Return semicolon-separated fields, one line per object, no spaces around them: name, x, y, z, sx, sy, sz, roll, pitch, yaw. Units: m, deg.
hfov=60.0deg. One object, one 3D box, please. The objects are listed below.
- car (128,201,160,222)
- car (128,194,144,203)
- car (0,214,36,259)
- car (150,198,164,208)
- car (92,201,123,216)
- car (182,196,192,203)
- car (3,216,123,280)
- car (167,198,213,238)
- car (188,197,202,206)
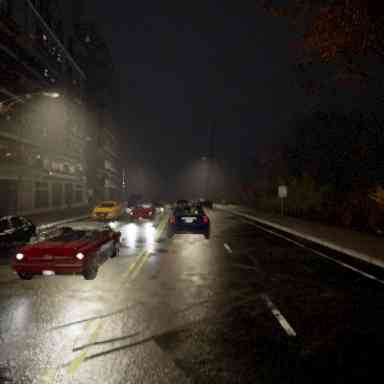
car;-3.964;1.683;27.348;1.895;1.301;4.718;0;0;-2
car;-8.523;1.364;51.266;2.150;2.045;5.566;0;0;-4
car;-6.837;1.541;11.013;1.837;1.490;4.892;0;0;2
car;-5.218;1.619;50.488;1.882;1.535;5.008;0;0;-4
car;-7.297;1.567;29.125;1.882;1.535;5.008;0;0;-3
car;-1.233;1.746;77.428;1.994;1.385;4.181;0;0;-7
car;-3.466;1.634;10.166;1.895;1.301;4.718;0;0;-1
car;-0.199;1.406;17.998;2.097;1.767;4.553;0;0;-2
car;0.484;1.707;61.545;2.033;1.411;5.357;0;0;-5
